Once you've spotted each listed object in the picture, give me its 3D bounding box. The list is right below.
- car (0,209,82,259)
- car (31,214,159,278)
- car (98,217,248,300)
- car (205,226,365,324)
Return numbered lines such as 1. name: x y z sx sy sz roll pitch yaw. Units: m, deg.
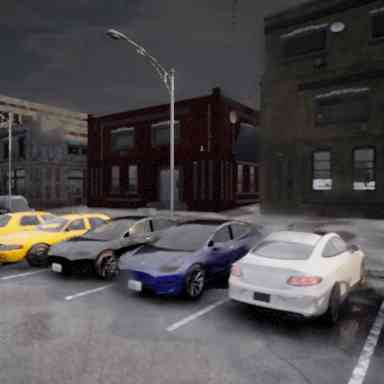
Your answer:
1. car: -6.397 1.472 13.746 1.946 1.575 5.366 0 0 35
2. car: -2.027 1.504 10.366 2.163 1.488 4.792 0 0 36
3. car: 0.216 1.505 8.766 2.163 1.488 4.792 0 0 36
4. car: 2.447 1.518 7.207 2.002 1.452 4.674 0 0 36
